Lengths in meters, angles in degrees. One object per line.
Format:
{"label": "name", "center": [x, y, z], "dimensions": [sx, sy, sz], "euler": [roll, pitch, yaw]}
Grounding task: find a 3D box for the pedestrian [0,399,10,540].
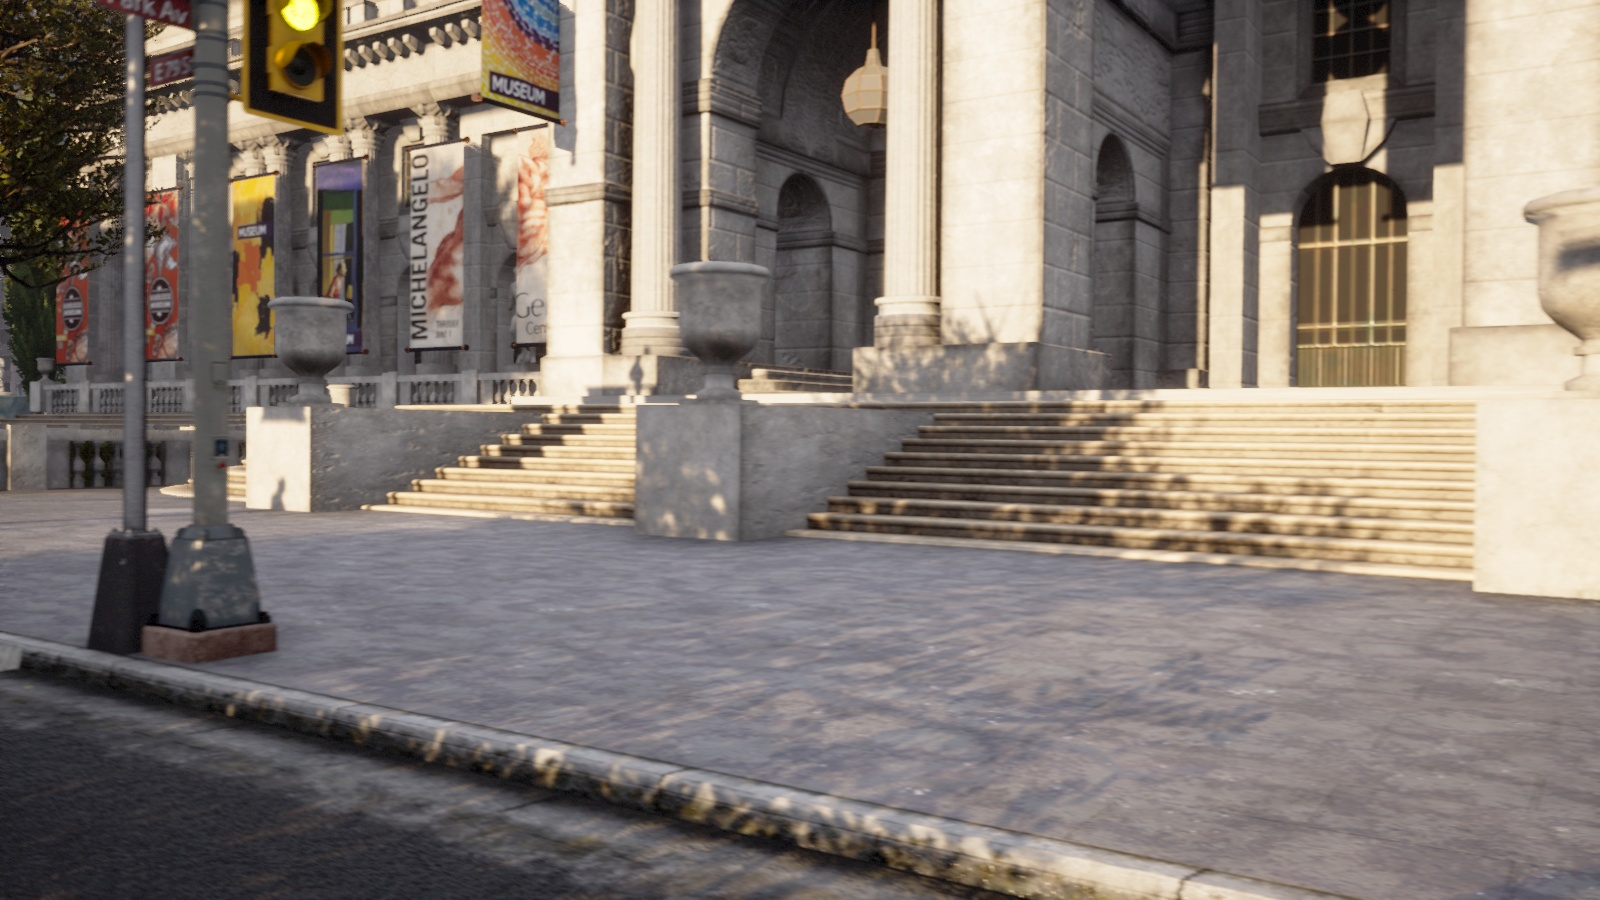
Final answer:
{"label": "pedestrian", "center": [-11.044, 0.264, 16.354], "dimensions": [0.900, 1.855, 0.874], "euler": [0, 1, 17]}
